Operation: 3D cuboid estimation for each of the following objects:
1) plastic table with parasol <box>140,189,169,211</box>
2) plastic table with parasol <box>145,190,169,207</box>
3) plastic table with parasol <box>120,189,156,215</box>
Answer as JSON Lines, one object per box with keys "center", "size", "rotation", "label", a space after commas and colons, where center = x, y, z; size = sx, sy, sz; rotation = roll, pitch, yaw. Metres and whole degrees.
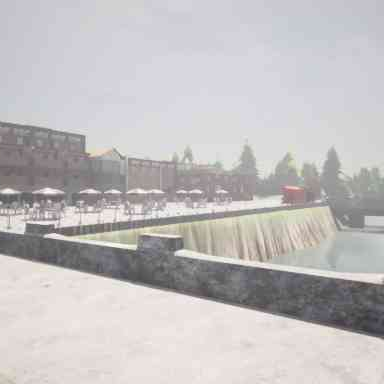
{"center": [-4.504, 0.925, 40.174], "size": [2.482, 2.480, 2.482], "rotation": [0, 0, 35], "label": "plastic table with parasol"}
{"center": [-5.214, 0.925, 49.162], "size": [2.482, 2.480, 2.482], "rotation": [0, 0, 35], "label": "plastic table with parasol"}
{"center": [-5.263, 0.925, 32.485], "size": [2.482, 2.480, 2.482], "rotation": [0, 0, 35], "label": "plastic table with parasol"}
